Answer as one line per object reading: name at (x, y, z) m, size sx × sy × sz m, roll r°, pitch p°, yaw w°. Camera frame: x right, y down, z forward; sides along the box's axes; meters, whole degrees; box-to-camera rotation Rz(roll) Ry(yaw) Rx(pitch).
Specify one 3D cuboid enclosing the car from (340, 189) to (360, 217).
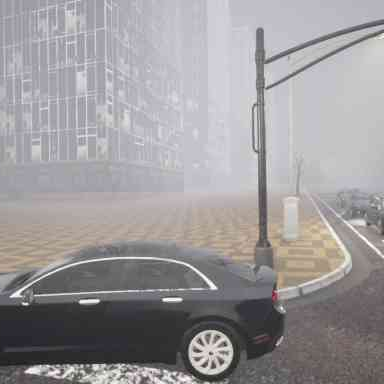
car at (10.849, 0.759, 20.819) m, size 1.994 × 1.385 × 4.181 m, roll -1°, pitch 2°, yaw 17°

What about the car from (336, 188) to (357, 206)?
car at (12.799, 0.453, 26.897) m, size 2.128 × 1.511 × 4.902 m, roll -1°, pitch 2°, yaw 18°

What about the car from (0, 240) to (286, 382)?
car at (-1.173, 1.505, 4.800) m, size 4.892 × 1.490 × 1.837 m, roll 0°, pitch 0°, yaw 0°

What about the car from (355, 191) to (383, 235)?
car at (8.846, 0.928, 14.510) m, size 2.128 × 1.511 × 4.902 m, roll -1°, pitch 2°, yaw 18°
